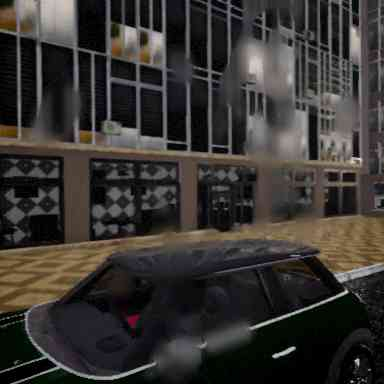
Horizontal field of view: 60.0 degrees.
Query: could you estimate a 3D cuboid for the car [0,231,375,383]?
[{"bbox_3d":[-0.274,1.354,3.174,4.553,1.767,2.097,0,0,-35],"label":"car"}]
